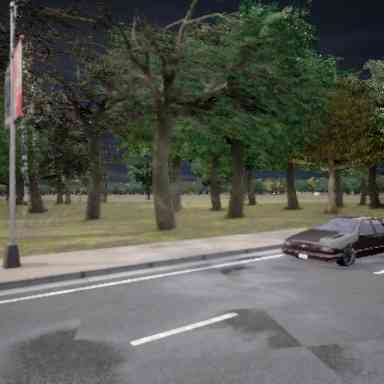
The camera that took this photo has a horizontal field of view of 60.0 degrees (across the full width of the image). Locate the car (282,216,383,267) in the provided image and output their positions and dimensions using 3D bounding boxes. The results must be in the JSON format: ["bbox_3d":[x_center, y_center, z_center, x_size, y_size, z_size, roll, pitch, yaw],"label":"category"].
[{"bbox_3d":[5.529,1.553,11.628,5.357,1.411,2.033,0,0,-36],"label":"car"}]
